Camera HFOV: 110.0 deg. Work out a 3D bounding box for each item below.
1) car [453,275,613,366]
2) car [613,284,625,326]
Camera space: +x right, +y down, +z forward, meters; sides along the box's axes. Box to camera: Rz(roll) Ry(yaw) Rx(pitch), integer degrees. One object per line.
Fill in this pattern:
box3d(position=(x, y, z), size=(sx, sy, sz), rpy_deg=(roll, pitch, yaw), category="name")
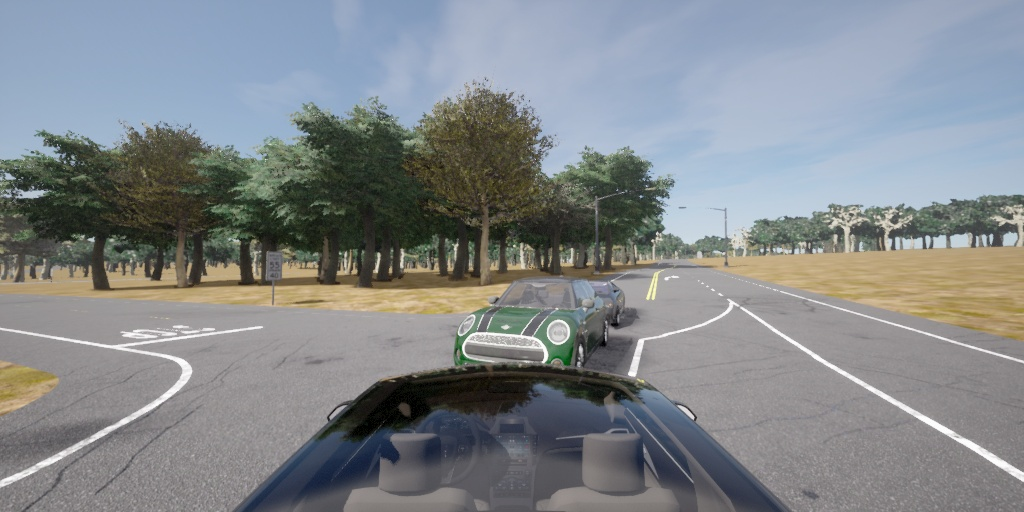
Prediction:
box3d(position=(0.685, 1.222, 7.448), size=(2.097, 1.767, 4.553), rpy_deg=(-1, -2, 22), category="car")
box3d(position=(2.913, 1.554, 12.880), size=(1.994, 1.385, 4.181), rpy_deg=(-2, 0, 22), category="car")
